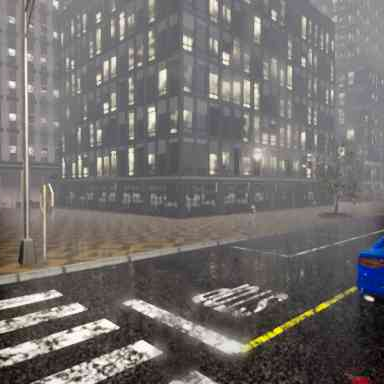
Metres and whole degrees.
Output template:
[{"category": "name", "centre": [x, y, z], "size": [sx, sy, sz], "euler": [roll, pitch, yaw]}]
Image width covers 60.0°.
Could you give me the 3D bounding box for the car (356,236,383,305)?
[{"category": "car", "centre": [5.190, 1.386, 6.973], "size": [5.008, 1.535, 1.882], "euler": [-1, 1, -44]}]
